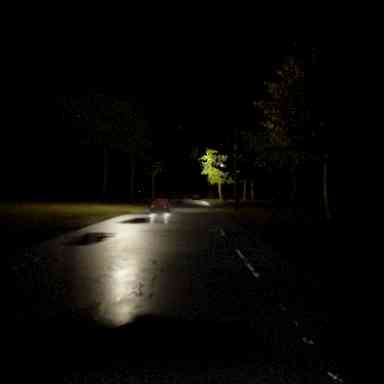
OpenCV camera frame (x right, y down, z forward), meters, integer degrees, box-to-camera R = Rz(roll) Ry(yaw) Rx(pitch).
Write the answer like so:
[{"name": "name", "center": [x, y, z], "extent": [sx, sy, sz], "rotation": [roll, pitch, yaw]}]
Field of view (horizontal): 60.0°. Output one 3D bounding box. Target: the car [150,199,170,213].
[{"name": "car", "center": [-3.591, 1.534, 38.021], "extent": [1.882, 1.535, 5.008], "rotation": [0, 0, 0]}]

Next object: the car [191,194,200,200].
[{"name": "car", "center": [1.234, 1.520, 89.265], "extent": [1.812, 1.442, 4.674], "rotation": [0, 0, 0]}]
